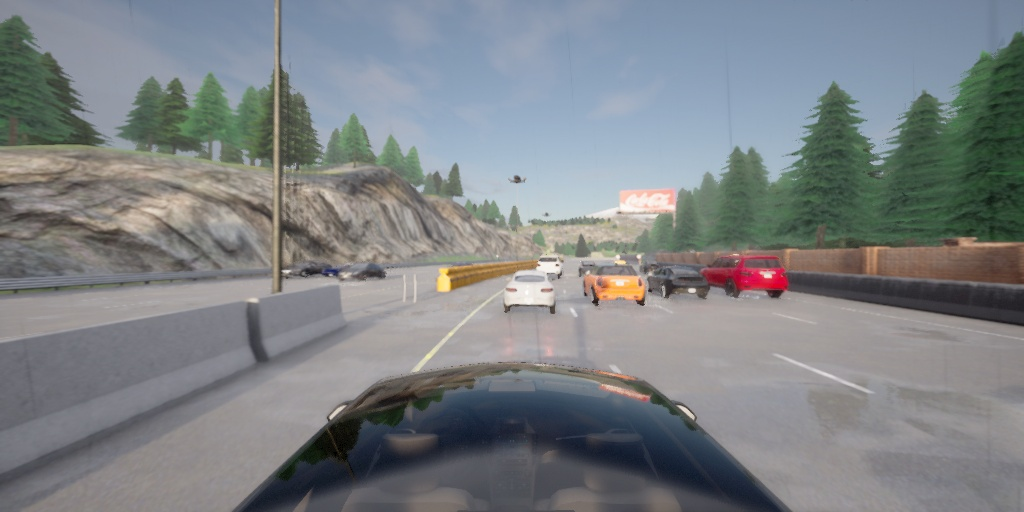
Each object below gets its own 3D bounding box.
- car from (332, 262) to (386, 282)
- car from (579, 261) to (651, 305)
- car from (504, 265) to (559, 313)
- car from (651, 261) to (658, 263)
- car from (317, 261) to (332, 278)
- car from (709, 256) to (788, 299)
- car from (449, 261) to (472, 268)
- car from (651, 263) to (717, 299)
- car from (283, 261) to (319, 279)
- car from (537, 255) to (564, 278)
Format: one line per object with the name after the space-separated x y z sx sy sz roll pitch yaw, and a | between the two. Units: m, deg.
-11.780 1.225 28.448 1.812 1.442 4.674 0 0 9 | car
4.462 1.106 16.260 2.097 1.767 4.553 0 0 6 | car
0.732 1.270 14.006 1.812 1.442 4.674 0 0 5 | car
15.775 1.277 41.158 1.837 1.490 4.892 0 0 11 | car
-14.719 1.290 32.054 1.895 1.301 4.718 0 0 10 | car
11.726 0.995 18.651 2.150 2.045 5.566 0 0 7 | car
-5.774 1.273 41.507 1.994 1.385 4.181 0 0 11 | car
8.180 1.269 18.164 1.837 1.490 4.892 0 0 6 | car
-18.238 1.171 32.201 2.128 1.511 4.902 0 0 10 | car
3.599 0.963 33.688 2.150 2.045 5.566 0 0 11 | car
